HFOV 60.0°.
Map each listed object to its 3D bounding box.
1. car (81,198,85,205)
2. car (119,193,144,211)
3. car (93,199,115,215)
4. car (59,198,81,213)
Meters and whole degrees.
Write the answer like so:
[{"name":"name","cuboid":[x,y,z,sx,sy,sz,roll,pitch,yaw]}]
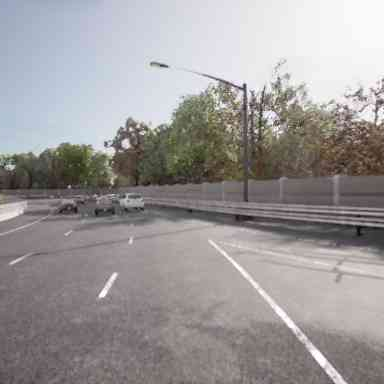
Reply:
[{"name":"car","cuboid":[-20.321,1.653,58.400,1.895,1.301,4.718,-1,0,-32]},{"name":"car","cuboid":[-7.299,1.196,39.930,2.150,2.045,5.566,-1,0,-20]},{"name":"car","cuboid":[-8.985,1.494,33.960,2.128,1.511,4.902,-1,0,-18]},{"name":"car","cuboid":[-14.024,1.567,37.909,1.812,1.442,4.674,0,0,-20]}]
